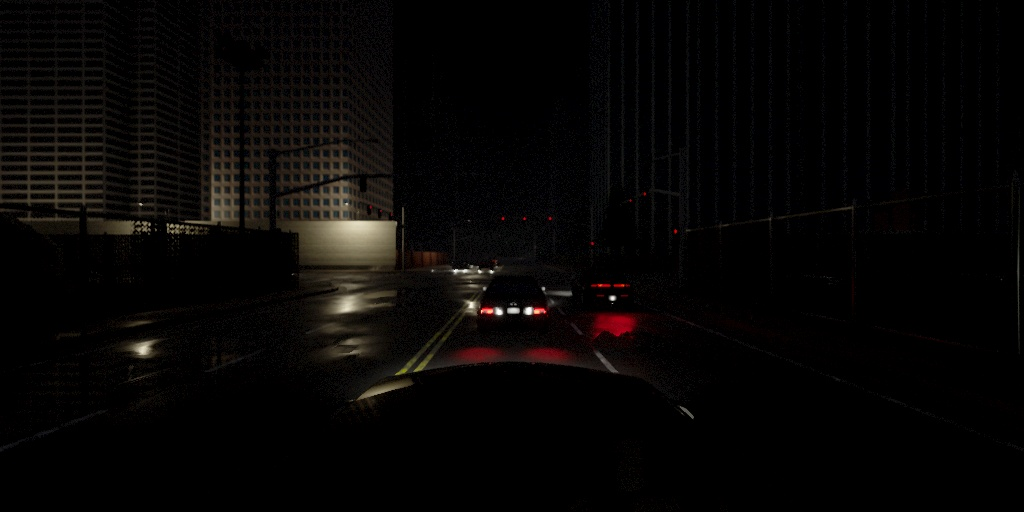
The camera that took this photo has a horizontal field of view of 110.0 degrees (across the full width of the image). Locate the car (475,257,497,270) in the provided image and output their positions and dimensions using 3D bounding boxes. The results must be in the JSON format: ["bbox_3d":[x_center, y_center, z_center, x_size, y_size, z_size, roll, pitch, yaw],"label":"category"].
[{"bbox_3d":[-3.589,1.133,50.120,1.882,1.535,5.008,0,0,0],"label":"car"}]

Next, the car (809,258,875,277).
[{"bbox_3d":[30.910,1.158,33.338,4.674,1.442,1.812,0,0,0],"label":"car"}]

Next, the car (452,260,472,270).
[{"bbox_3d":[-7.090,1.220,49.757,1.994,1.385,4.181,0,0,0],"label":"car"}]

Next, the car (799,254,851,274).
[{"bbox_3d":[32.815,0.847,36.848,5.566,2.045,2.150,0,0,0],"label":"car"}]

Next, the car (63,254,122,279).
[{"bbox_3d":[-35.980,0.860,29.793,5.566,2.045,2.150,0,0,0],"label":"car"}]

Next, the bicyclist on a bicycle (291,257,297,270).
[{"bbox_3d":[-25.578,0.917,41.752,0.582,1.620,1.656,0,0,0],"label":"bicyclist on a bicycle"}]

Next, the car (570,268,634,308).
[{"bbox_3d":[3.636,1.228,15.027,1.837,1.490,4.892,0,0,2],"label":"car"}]

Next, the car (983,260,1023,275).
[{"bbox_3d":[51.532,1.139,36.712,5.008,1.535,1.882,0,0,0],"label":"car"}]

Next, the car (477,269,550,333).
[{"bbox_3d":[0.055,1.280,10.599,2.033,1.411,5.357,0,0,1],"label":"car"}]
